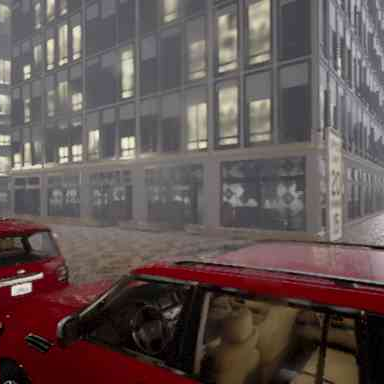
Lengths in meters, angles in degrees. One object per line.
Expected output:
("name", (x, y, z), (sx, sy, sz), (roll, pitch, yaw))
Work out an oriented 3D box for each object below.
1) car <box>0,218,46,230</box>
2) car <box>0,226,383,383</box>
("car", (-4.167, 1.384, 5.788), (5.009, 1.841, 2.192), (-1, 0, 36))
("car", (0.375, 1.332, 2.586), (5.009, 1.841, 2.192), (-1, 0, 36))
